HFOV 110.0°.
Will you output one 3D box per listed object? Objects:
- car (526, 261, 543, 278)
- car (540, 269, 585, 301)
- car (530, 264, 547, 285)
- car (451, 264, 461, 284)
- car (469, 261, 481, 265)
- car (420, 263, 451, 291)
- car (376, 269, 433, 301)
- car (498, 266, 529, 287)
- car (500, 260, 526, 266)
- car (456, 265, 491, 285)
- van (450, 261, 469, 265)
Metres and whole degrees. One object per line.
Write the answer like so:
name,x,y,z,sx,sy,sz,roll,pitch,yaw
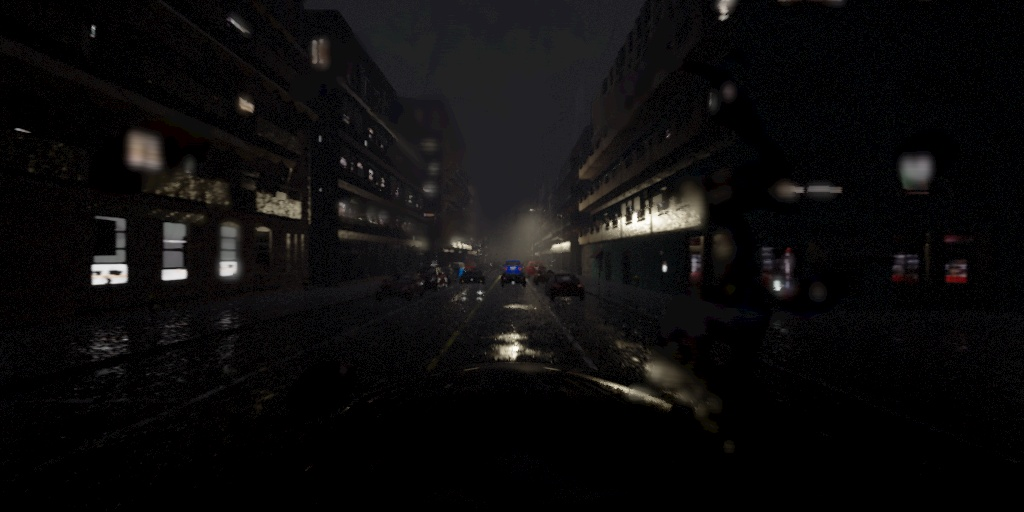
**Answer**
car,2.690,1.555,41.118,2.192,1.841,5.009,0,0,0
car,2.690,1.543,18.711,1.802,1.307,4.207,0,0,0
car,2.690,1.626,30.085,1.751,1.417,4.829,0,0,0
car,-5.657,1.652,29.943,2.007,1.370,4.403,0,0,0
car,-5.680,1.626,46.748,2.192,1.841,5.009,0,0,0
car,-5.658,1.472,24.341,1.967,1.591,4.097,0,0,0
car,-5.658,1.544,18.740,1.802,1.307,4.207,0,0,0
car,0.104,1.681,28.216,1.895,1.301,4.718,0,-1,0
car,0.101,1.447,39.663,2.150,2.045,5.566,0,0,0
car,-3.099,1.663,29.700,1.994,1.385,4.181,0,-1,0
van,-5.657,1.513,35.545,1.690,1.789,3.998,0,0,0
